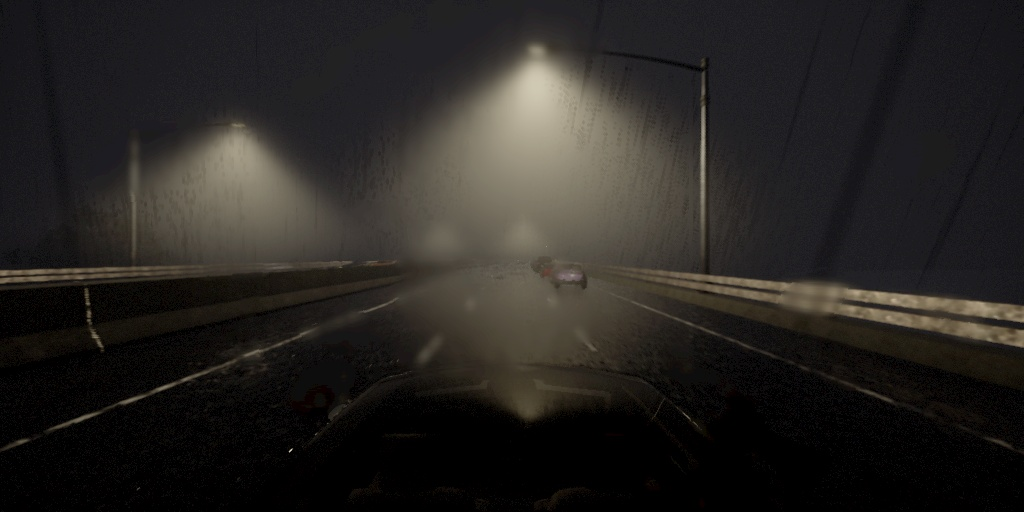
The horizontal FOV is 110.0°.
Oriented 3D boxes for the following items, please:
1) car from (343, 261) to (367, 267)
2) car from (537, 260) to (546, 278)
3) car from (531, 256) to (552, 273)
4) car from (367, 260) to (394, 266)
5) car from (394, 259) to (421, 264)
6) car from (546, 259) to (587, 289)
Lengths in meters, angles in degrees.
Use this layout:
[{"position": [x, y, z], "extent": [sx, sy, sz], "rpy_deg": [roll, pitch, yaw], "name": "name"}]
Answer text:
[{"position": [-20.472, 1.347, 47.878], "extent": [2.033, 1.411, 5.357], "rpy_deg": [0, 0, 2], "name": "car"}, {"position": [3.776, 1.365, 34.375], "extent": [1.994, 1.385, 4.181], "rpy_deg": [0, 0, 1], "name": "car"}, {"position": [3.971, 1.053, 45.451], "extent": [2.150, 2.045, 5.566], "rpy_deg": [0, 0, 0], "name": "car"}, {"position": [-16.983, 1.282, 47.759], "extent": [1.882, 1.535, 5.008], "rpy_deg": [0, 0, 2], "name": "car"}, {"position": [-13.481, 1.162, 47.770], "extent": [2.097, 1.767, 4.553], "rpy_deg": [0, 0, 2], "name": "car"}, {"position": [3.614, 1.210, 23.454], "extent": [2.033, 1.649, 4.856], "rpy_deg": [0, 0, 1], "name": "car"}]
